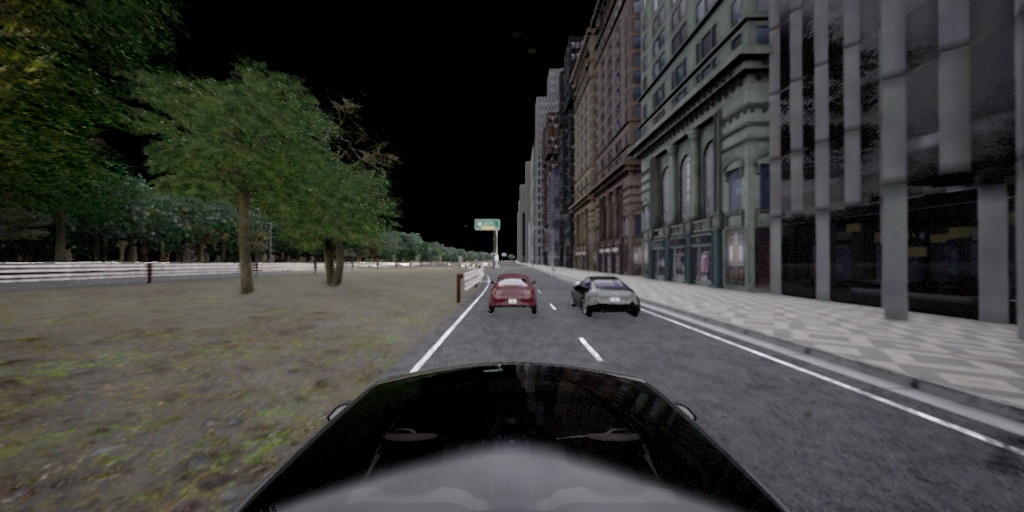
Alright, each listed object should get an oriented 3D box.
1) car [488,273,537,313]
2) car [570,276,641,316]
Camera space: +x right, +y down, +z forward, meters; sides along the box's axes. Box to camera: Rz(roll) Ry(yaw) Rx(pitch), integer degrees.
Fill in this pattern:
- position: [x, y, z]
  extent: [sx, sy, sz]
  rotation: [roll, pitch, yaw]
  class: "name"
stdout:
- position: [0.045, 1.446, 14.879]
  extent: [1.812, 1.442, 4.674]
  rotation: [0, -1, 1]
  class: "car"
- position: [3.539, 1.477, 14.251]
  extent: [1.994, 1.385, 4.181]
  rotation: [0, -1, 1]
  class: "car"
